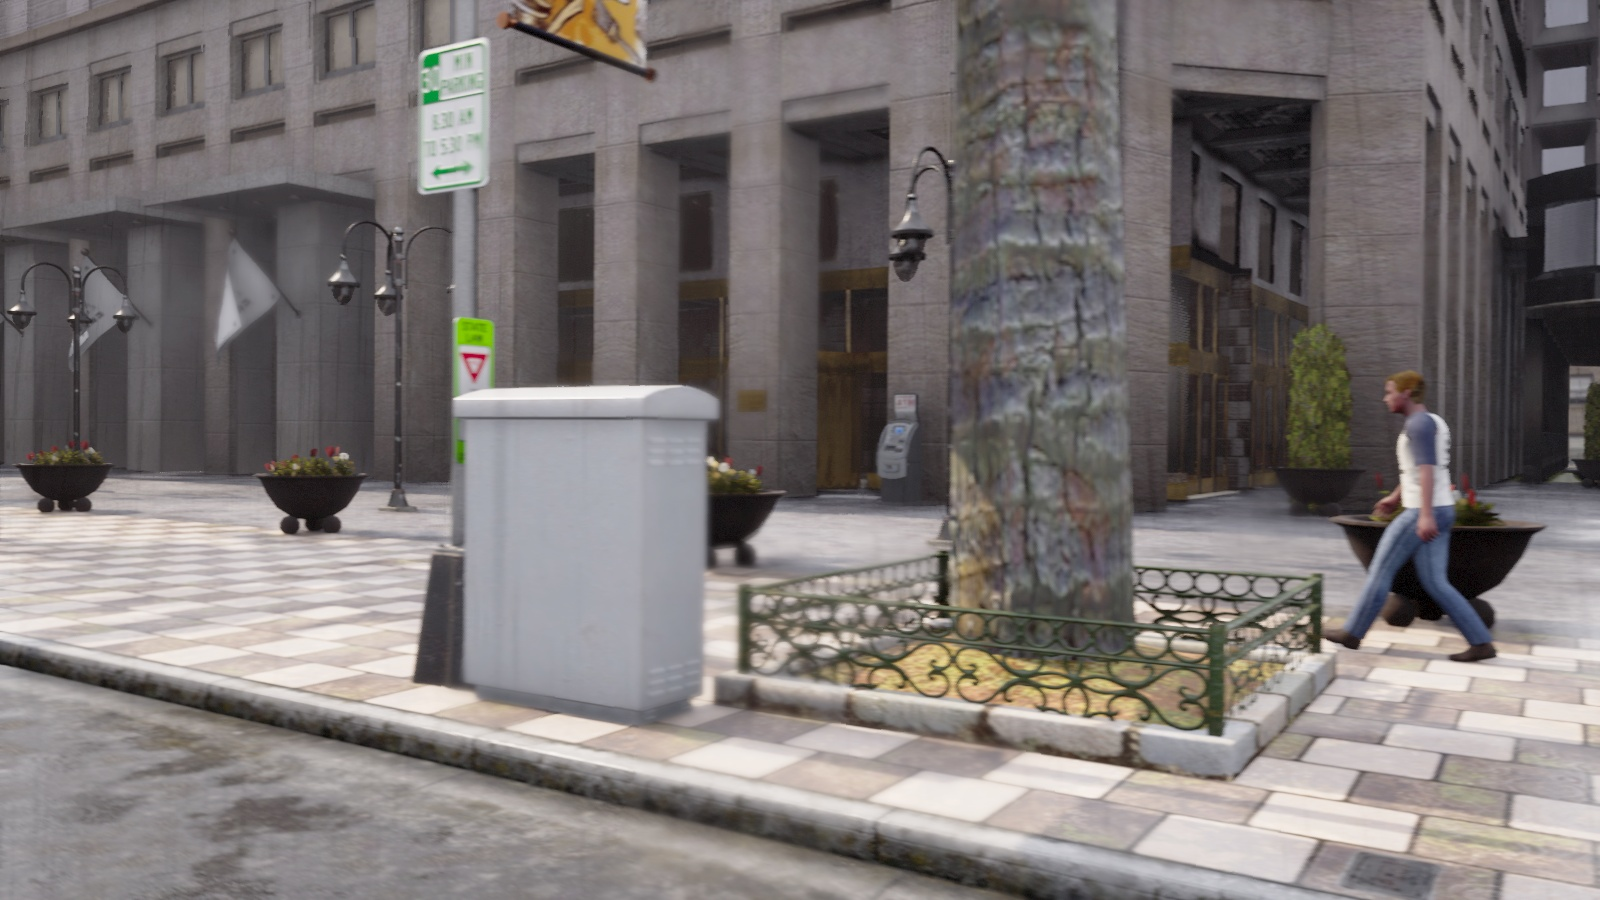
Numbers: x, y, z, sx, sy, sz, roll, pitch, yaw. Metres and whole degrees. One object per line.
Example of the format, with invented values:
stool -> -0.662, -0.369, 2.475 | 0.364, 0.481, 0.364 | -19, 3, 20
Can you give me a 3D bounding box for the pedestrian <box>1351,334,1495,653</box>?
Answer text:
pedestrian -> 3.757, 0.250, 7.588 | 0.706, 1.836, 0.354 | 0, 1, 41
